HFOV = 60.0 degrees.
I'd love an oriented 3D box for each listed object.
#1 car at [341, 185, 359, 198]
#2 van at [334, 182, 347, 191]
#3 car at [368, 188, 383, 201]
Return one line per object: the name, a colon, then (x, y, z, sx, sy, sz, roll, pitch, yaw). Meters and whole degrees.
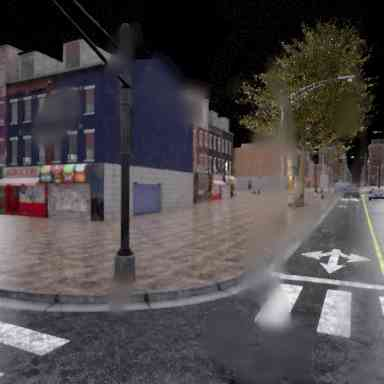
car: (21.307, 0.086, 44.385, 1.895, 1.301, 4.718, 0, 3, 26)
van: (29.468, -0.984, 66.724, 1.690, 1.788, 3.998, 2, 3, 26)
car: (22.008, 0.271, 39.509, 2.033, 1.411, 5.357, 0, 3, 27)
